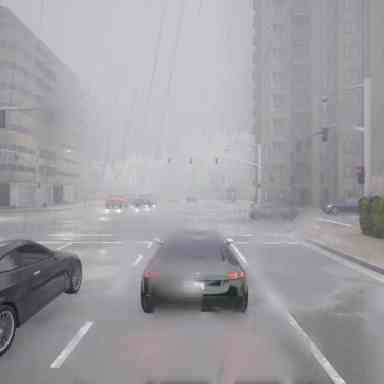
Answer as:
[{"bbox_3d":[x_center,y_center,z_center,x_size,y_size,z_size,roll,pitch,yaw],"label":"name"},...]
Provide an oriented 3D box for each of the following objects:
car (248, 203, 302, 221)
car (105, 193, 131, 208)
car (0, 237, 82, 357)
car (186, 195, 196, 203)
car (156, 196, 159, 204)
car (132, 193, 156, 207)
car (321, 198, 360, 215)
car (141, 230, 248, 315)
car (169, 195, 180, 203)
[{"bbox_3d":[6.593,1.564,26.539,4.181,1.385,1.994,0,0,0],"label":"car"},{"bbox_3d":[-10.699,1.221,47.494,2.150,2.045,5.566,0,0,0],"label":"car"},{"bbox_3d":[-3.460,1.526,5.836,1.812,1.442,4.674,0,0,0],"label":"car"},{"bbox_3d":[-0.152,1.355,72.555,2.097,1.767,4.553,0,0,0],"label":"car"},{"bbox_3d":[-7.195,1.491,60.650,2.128,1.511,4.902,0,0,0],"label":"car"},{"bbox_3d":[-7.204,1.221,50.626,2.150,2.045,5.566,0,0,0],"label":"car"},{"bbox_3d":[15.514,1.352,33.678,4.553,1.767,2.097,0,0,1],"label":"car"},{"bbox_3d":[0.049,1.564,7.638,1.994,1.385,4.181,0,0,0],"label":"car"},{"bbox_3d":[-3.547,1.355,67.352,2.097,1.767,4.553,0,0,0],"label":"car"}]
